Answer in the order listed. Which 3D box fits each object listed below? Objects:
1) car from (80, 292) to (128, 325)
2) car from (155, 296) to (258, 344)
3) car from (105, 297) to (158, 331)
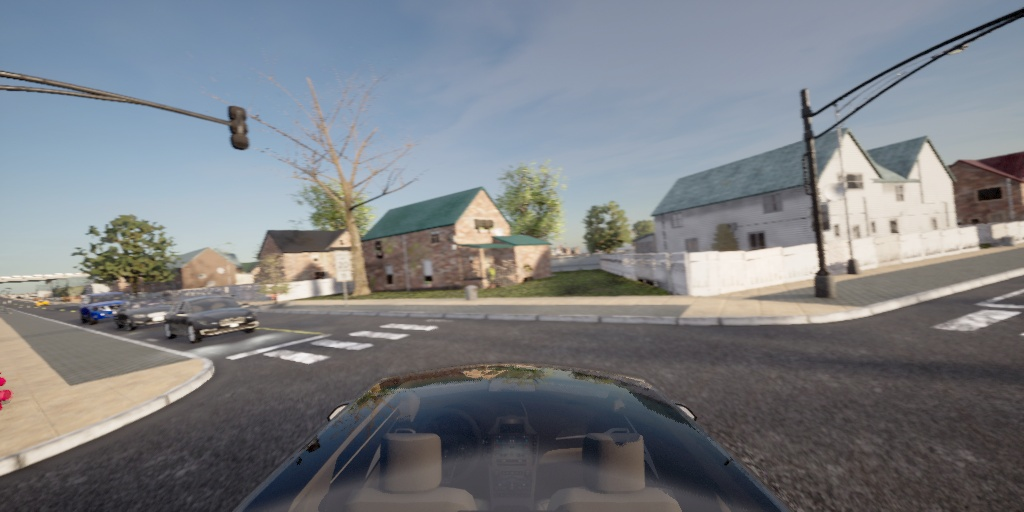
[{"bbox_3d":[-28.658,3.613,25.442,5.566,2.045,2.150,-5,0,34],"label":"car"},{"bbox_3d":[-11.716,2.344,13.869,4.892,1.490,1.837,-5,0,34],"label":"car"},{"bbox_3d":[-19.778,3.073,19.381,4.902,1.511,2.128,-5,-1,34],"label":"car"}]
